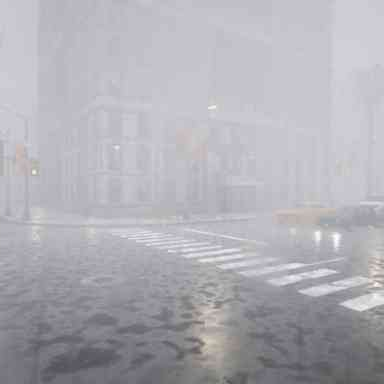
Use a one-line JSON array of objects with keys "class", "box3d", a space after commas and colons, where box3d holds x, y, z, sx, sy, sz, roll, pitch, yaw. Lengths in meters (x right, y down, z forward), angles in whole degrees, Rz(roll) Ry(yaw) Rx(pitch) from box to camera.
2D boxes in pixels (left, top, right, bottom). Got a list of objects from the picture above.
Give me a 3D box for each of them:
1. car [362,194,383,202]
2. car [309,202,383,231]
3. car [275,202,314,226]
[{"class": "car", "box3d": [16.672, 1.221, 29.440, 5.566, 2.045, 2.150, 0, 0, -33]}, {"class": "car", "box3d": [10.068, 1.547, 20.934, 5.357, 1.411, 2.033, 0, 0, -34]}, {"class": "car", "box3d": [8.158, 1.478, 23.863, 5.008, 1.535, 1.882, 0, 0, -33]}]
